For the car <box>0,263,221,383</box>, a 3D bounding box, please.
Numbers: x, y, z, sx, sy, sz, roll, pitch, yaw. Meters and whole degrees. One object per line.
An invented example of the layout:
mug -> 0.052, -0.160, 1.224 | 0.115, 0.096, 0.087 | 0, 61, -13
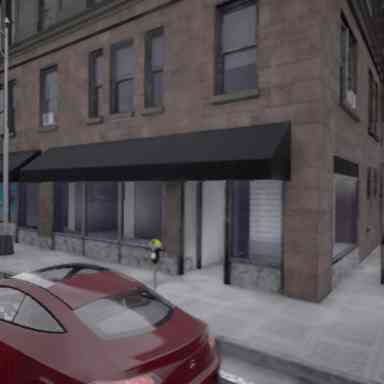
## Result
car -> -1.658, 1.540, 3.980 | 4.206, 1.307, 1.802 | 1, 1, 35
